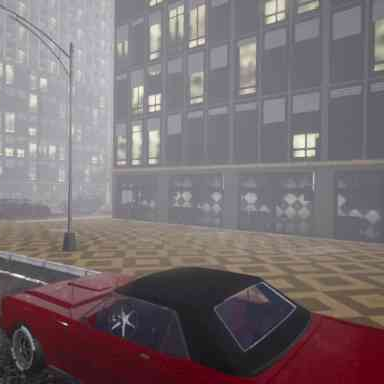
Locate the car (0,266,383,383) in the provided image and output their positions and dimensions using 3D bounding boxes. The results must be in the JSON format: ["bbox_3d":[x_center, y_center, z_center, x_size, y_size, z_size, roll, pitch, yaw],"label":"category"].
[{"bbox_3d":[-0.308,1.600,3.911,4.718,1.301,1.895,0,0,36],"label":"car"}]

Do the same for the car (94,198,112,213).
[{"bbox_3d":[-8.876,1.828,39.936,1.752,1.417,4.829,1,0,37],"label":"car"}]

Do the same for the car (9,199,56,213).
[{"bbox_3d":[-19.170,1.641,40.130,1.752,1.417,4.829,1,0,37],"label":"car"}]

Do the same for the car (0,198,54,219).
[{"bbox_3d":[-15.701,1.517,30.745,2.192,1.841,5.009,1,0,37],"label":"car"}]

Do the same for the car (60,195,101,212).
[{"bbox_3d":[-14.052,1.424,42.650,2.150,2.045,5.566,1,0,37],"label":"car"}]
